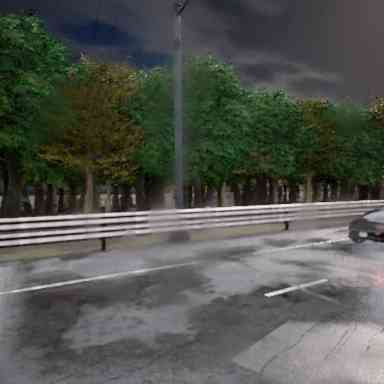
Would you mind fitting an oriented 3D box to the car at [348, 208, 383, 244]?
[{"bbox_3d":[8.175,1.340,13.304,4.674,1.442,1.812,-1,1,-32],"label":"car"}]
